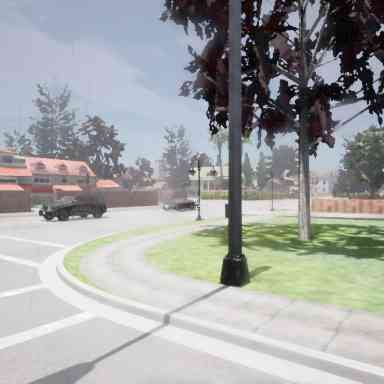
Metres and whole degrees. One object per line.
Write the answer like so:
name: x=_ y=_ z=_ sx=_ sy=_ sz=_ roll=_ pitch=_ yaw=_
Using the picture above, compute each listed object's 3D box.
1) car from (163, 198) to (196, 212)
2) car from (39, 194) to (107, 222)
car: x=-1.472 y=1.491 z=39.169 sx=2.128 sy=1.511 sz=4.902 roll=0 pitch=0 yaw=34
car: x=-9.556 y=1.222 z=27.250 sx=2.150 sy=2.045 sz=5.566 roll=0 pitch=0 yaw=34
